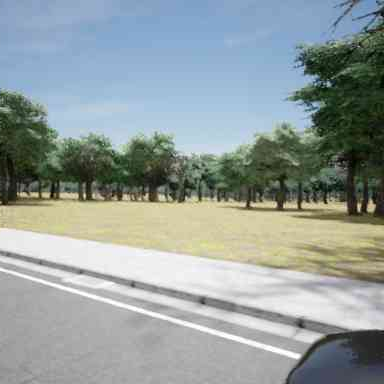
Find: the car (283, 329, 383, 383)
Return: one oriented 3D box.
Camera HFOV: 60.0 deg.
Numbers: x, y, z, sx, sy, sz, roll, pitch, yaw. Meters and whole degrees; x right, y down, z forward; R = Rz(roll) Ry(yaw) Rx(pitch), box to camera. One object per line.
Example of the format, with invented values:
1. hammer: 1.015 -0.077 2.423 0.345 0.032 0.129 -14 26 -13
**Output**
1. car: 2.565 1.567 1.856 4.181 1.385 1.994 0 0 35
